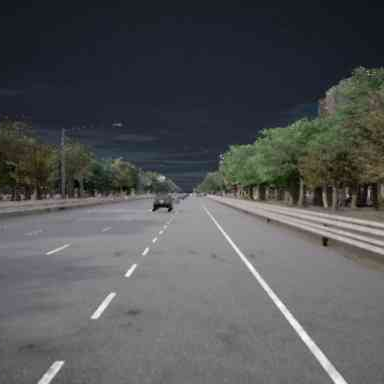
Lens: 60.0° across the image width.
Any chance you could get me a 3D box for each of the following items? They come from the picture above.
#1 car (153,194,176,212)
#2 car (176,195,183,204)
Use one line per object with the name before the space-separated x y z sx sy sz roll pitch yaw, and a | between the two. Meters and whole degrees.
car | -3.445 1.261 40.407 2.150 2.045 5.566 0 0 0
car | -3.335 1.620 65.523 2.033 1.411 5.357 0 0 0
